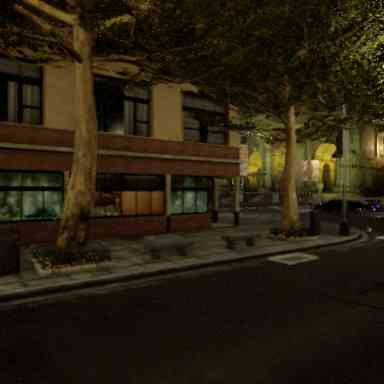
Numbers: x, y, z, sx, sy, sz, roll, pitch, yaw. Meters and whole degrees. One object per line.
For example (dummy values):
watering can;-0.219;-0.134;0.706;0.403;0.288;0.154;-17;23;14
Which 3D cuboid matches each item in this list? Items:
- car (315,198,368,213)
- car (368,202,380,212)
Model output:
car;15.230;1.450;34.798;1.837;1.490;4.892;0;0;-35
car;18.004;1.540;36.938;1.895;1.301;4.718;0;0;-36
